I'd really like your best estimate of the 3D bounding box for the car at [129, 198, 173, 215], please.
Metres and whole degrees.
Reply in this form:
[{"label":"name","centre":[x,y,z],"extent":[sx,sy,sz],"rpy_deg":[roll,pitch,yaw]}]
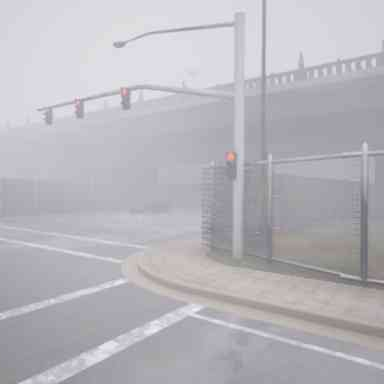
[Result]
[{"label":"car","centre":[-3.900,1.383,32.136],"extent":[1.882,1.535,5.008],"rpy_deg":[1,1,35]}]
